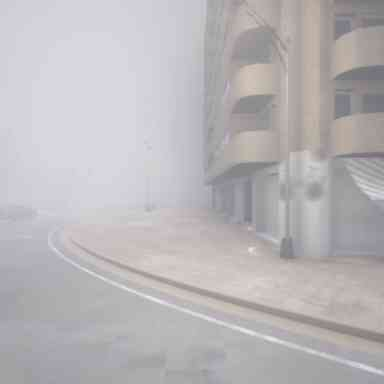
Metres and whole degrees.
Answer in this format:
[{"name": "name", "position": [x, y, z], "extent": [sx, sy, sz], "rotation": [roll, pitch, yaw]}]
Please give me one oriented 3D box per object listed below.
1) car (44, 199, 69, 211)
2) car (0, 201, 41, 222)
[{"name": "car", "position": [-18.640, 1.770, 45.954], "extent": [2.128, 1.511, 4.902], "rotation": [0, -1, 0]}, {"name": "car", "position": [-14.773, 1.698, 27.684], "extent": [2.033, 1.411, 5.357], "rotation": [0, 0, -3]}]
